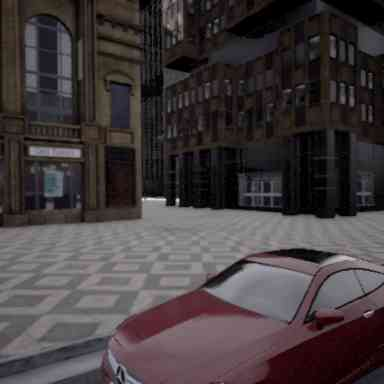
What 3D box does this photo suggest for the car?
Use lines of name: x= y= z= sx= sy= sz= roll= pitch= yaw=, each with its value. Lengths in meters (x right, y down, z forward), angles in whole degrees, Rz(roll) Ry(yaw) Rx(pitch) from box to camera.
car: x=1.239 y=1.526 z=4.251 sx=4.674 sy=1.442 sz=1.812 roll=0 pitch=0 yaw=-36
